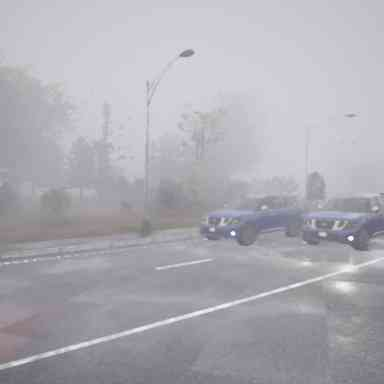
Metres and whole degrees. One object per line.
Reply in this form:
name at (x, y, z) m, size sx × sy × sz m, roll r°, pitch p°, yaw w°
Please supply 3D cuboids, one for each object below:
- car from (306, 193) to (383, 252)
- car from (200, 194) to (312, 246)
car at (6.851, 1.107, 13.982) m, size 5.566 × 2.045 × 2.150 m, roll -2°, pitch 2°, yaw -41°
car at (2.919, 1.136, 15.203) m, size 5.566 × 2.045 × 2.150 m, roll -1°, pitch 1°, yaw -40°
